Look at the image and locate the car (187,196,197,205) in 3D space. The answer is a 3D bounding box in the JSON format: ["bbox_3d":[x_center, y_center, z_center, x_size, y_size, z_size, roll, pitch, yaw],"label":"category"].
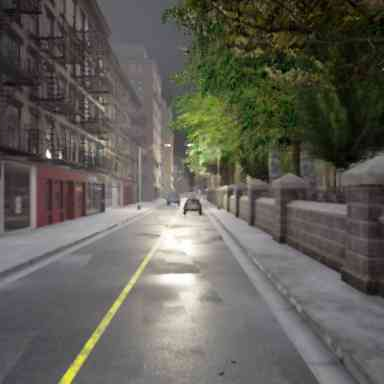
[{"bbox_3d":[0.012,1.535,59.986,1.837,1.490,4.892,0,0,0],"label":"car"}]

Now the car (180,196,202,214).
[{"bbox_3d":[0.088,1.442,35.691,2.033,1.649,4.856,0,0,0],"label":"car"}]

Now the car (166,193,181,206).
[{"bbox_3d":[-3.040,1.237,55.076,2.150,2.045,5.566,0,0,1],"label":"car"}]
